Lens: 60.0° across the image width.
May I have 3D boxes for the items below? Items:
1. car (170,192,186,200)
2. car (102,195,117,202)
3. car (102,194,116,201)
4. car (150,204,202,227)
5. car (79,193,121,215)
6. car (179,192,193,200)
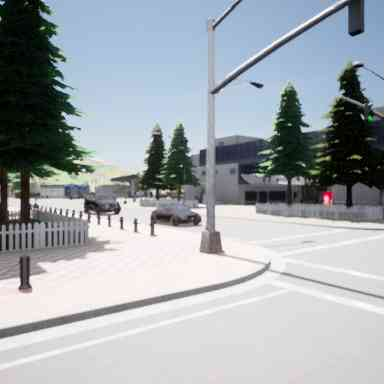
[{"bbox_3d":[-3.666,1.030,86.177,1.932,1.855,4.605,0,0,-37],"label":"car"},{"bbox_3d":[-18.671,1.339,75.214,1.845,1.501,3.633,0,0,-37],"label":"car"},{"bbox_3d":[-20.700,1.345,82.949,1.970,1.475,3.806,0,0,-37],"label":"car"},{"bbox_3d":[-1.179,1.558,23.045,1.994,1.385,4.181,0,0,-37],"label":"car"},{"bbox_3d":[-9.161,1.205,33.615,2.150,2.045,5.566,0,2,-37],"label":"car"},{"bbox_3d":[-1.578,1.004,88.240,1.905,1.878,3.866,0,0,-37],"label":"car"}]
